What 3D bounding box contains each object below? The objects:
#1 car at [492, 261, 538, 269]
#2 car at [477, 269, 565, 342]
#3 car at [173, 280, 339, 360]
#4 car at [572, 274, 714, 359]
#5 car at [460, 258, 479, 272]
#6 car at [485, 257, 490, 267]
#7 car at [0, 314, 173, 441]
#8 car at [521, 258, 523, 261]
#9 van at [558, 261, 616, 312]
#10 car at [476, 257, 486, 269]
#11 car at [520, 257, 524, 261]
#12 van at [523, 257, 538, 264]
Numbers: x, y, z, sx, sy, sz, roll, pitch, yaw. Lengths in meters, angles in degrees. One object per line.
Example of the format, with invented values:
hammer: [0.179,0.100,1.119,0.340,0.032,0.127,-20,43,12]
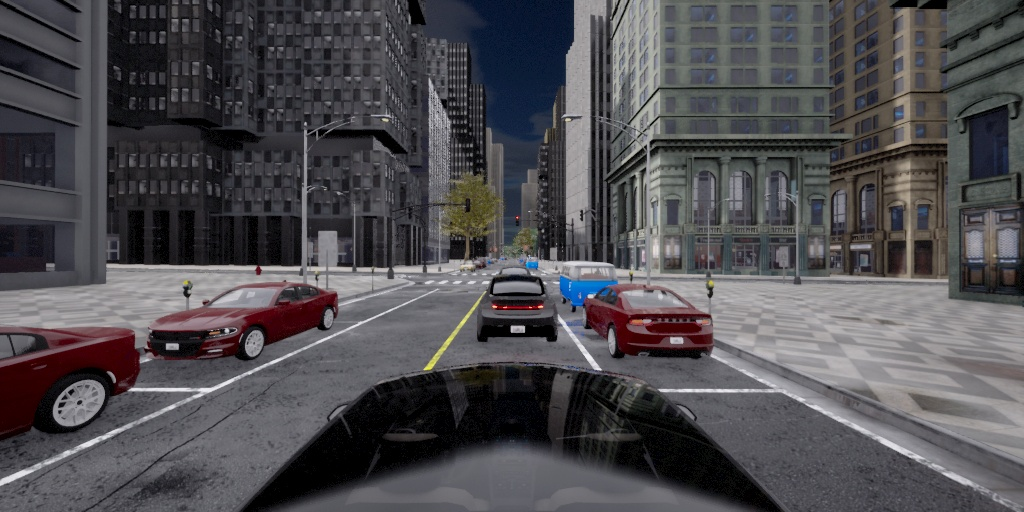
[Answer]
car: [0.138,1.234,18.949,1.882,1.535,5.008,0,0,0]
car: [0.121,1.257,9.772,1.837,1.490,4.892,0,0,0]
car: [-5.763,1.297,8.334,1.888,1.381,4.507,0,0,0]
car: [2.792,1.297,8.295,1.888,1.381,4.507,0,0,0]
car: [-5.660,1.304,46.257,1.751,1.417,4.829,0,0,0]
car: [-5.615,1.111,62.296,2.192,1.841,5.009,0,0,0]
car: [-5.776,1.295,2.809,1.888,1.381,4.507,0,0,0]
car: [2.898,1.356,57.217,1.948,1.339,4.313,0,0,0]
van: [2.806,1.095,13.820,1.690,1.789,3.998,0,0,0]
car: [-5.628,1.335,57.007,1.888,1.381,4.507,0,0,0]
car: [2.911,1.342,62.630,1.888,1.381,4.507,0,0,0]
van: [2.885,1.124,51.804,1.690,1.789,3.998,0,0,0]
